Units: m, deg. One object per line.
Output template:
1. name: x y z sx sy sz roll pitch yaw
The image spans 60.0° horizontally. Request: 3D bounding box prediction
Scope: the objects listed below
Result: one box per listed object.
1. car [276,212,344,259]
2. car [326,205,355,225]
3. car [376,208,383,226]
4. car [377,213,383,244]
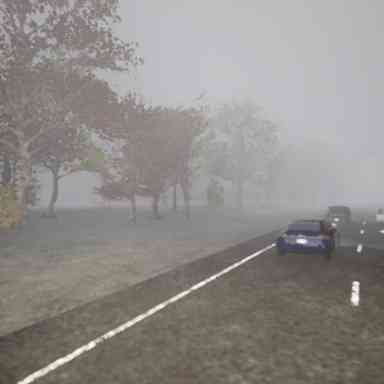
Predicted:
1. car: 4.778 1.709 13.410 1.994 1.385 4.181 0 -1 28
2. car: 11.859 1.792 26.751 1.837 1.490 4.892 0 0 29
3. car: 14.820 1.862 24.878 1.895 1.301 4.718 0 -1 29
4. car: 7.459 1.664 11.011 2.033 1.411 5.357 0 -1 28
